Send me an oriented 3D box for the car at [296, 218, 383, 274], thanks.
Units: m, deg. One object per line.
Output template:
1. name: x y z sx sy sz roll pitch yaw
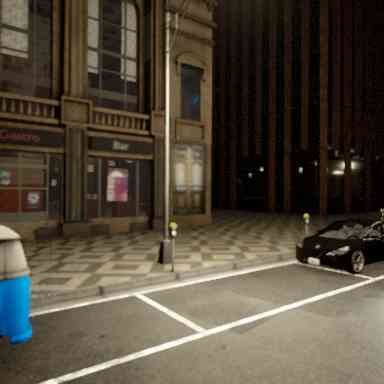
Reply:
1. car: 5.126 1.521 10.411 4.313 1.339 1.947 0 1 -35

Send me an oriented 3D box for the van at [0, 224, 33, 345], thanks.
1. van: -4.031 1.347 3.876 3.998 1.788 1.690 0 1 -35

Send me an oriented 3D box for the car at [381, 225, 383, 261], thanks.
1. car: 7.233 1.500 8.435 5.357 1.411 2.033 0 0 -35
